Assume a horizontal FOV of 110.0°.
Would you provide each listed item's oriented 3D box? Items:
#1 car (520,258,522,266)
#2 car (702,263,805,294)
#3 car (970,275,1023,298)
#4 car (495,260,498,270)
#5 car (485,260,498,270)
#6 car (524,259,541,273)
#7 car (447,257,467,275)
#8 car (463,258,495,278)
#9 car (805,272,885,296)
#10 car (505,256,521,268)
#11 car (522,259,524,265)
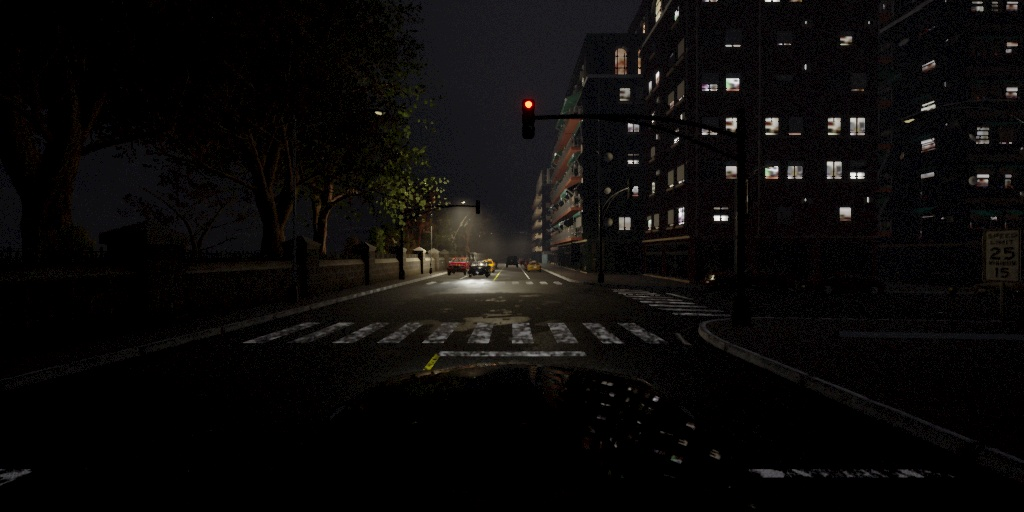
[{"bbox_3d":[2.711,1.316,55.382,2.007,1.370,4.403,0,0,0],"label":"car"},{"bbox_3d":[14.607,1.338,22.186,5.009,1.841,2.192,0,0,0],"label":"car"},{"bbox_3d":[31.523,1.857,22.233,4.829,1.417,1.751,0,0,0],"label":"car"},{"bbox_3d":[-3.074,1.235,44.219,1.882,1.535,5.008,0,0,0],"label":"car"},{"bbox_3d":[-3.068,1.290,54.398,1.812,1.442,4.674,0,0,0],"label":"car"},{"bbox_3d":[2.707,1.283,44.481,1.751,1.417,4.829,0,0,0],"label":"car"},{"bbox_3d":[-5.675,1.069,38.778,2.192,1.841,5.009,0,0,0],"label":"car"},{"bbox_3d":[-3.074,1.245,34.718,2.128,1.511,4.902,0,0,0],"label":"car"},{"bbox_3d":[20.302,1.671,22.202,4.507,1.381,1.888,0,0,0],"label":"car"},{"bbox_3d":[0.025,0.993,63.707,2.150,2.045,5.566,0,0,0],"label":"car"},{"bbox_3d":[2.709,1.306,49.846,1.888,1.381,4.507,0,0,0],"label":"car"}]
